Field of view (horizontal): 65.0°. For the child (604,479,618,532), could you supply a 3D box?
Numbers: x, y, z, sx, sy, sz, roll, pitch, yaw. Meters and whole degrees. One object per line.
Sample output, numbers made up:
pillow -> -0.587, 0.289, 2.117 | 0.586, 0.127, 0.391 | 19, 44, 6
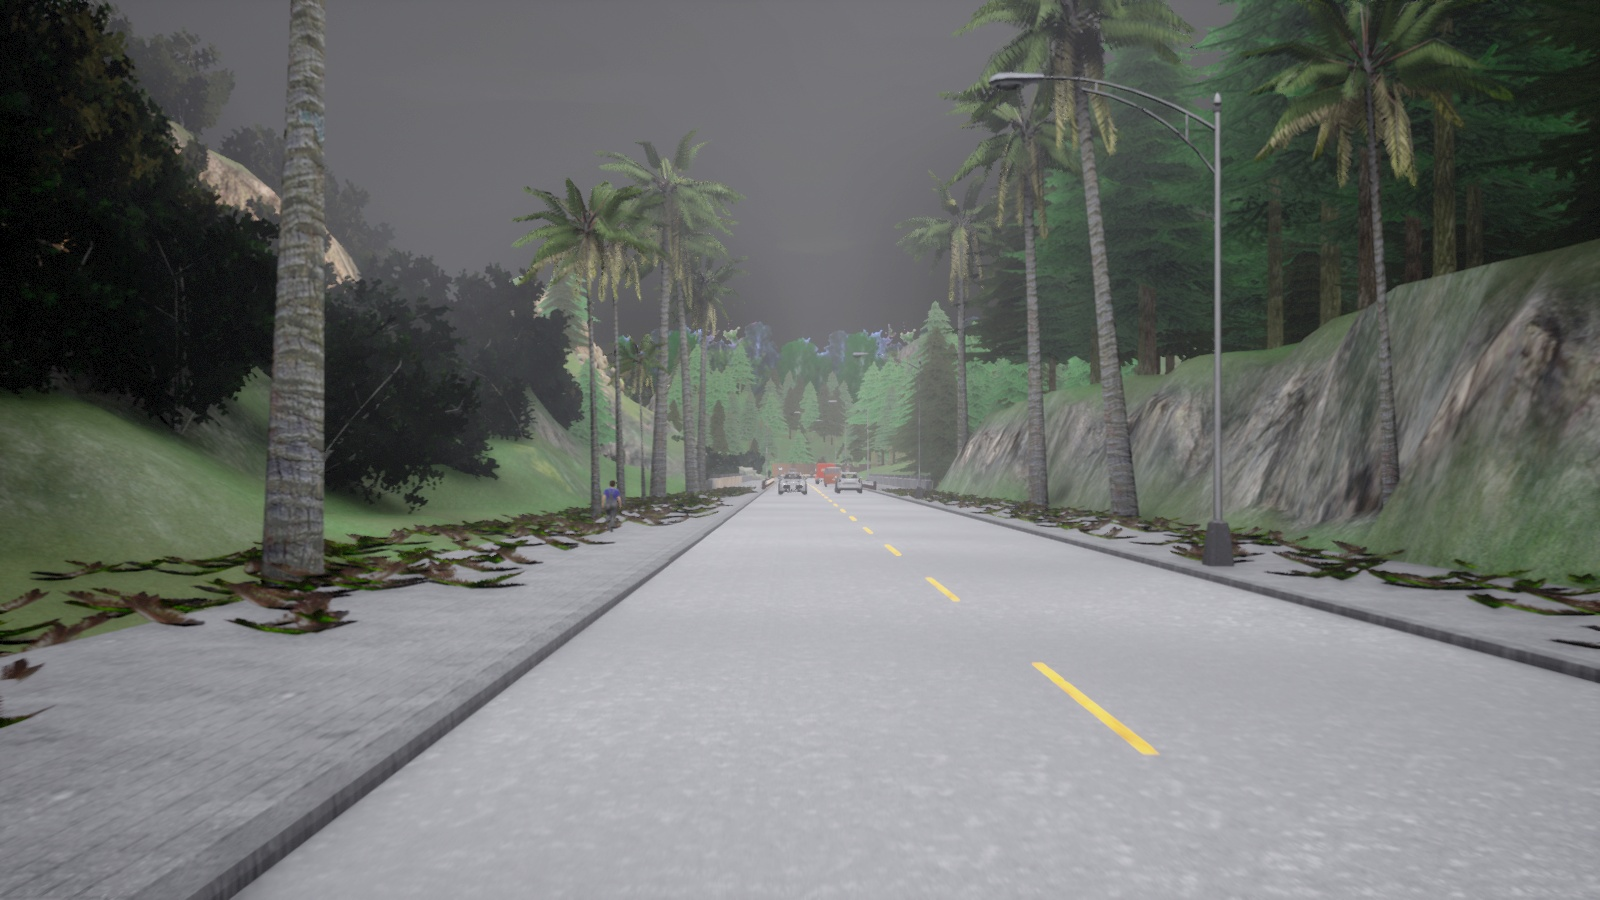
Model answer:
child -> -4.477, 1.312, 29.797 | 0.270, 1.263, 0.437 | 0, -1, 0

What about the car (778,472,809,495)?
car -> -0.449, 2.163, 82.487 | 1.970, 1.475, 3.806 | 0, -1, 0

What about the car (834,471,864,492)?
car -> 3.508, 2.273, 90.018 | 1.970, 1.475, 3.806 | 0, -1, 0
